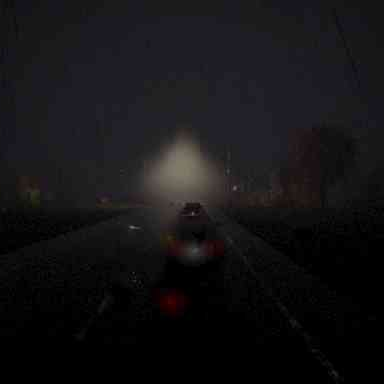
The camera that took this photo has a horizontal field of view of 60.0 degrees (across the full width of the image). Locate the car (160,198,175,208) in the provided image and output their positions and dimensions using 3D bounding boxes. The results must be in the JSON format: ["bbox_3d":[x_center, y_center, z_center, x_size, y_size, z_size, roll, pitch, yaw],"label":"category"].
[{"bbox_3d":[-3.580,1.579,48.504,1.895,1.301,4.718,0,0,0],"label":"car"}]

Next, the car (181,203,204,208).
[{"bbox_3d":[0.070,1.545,26.969,1.994,1.385,4.181,0,0,0],"label":"car"}]

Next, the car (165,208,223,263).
[{"bbox_3d":[0.068,1.517,11.804,1.812,1.442,4.674,0,0,0],"label":"car"}]
